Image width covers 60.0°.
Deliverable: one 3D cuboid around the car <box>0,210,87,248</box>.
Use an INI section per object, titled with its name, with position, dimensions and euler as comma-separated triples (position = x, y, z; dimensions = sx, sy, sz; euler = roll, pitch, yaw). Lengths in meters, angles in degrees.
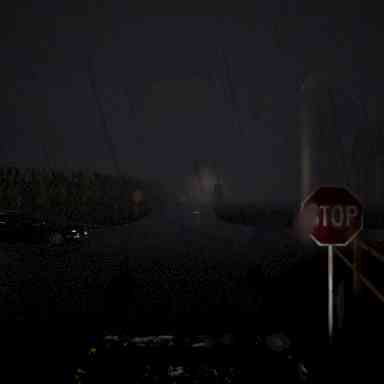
[car]
position = -7.020, 1.555, 14.223
dimensions = 4.892, 1.490, 1.837
euler = 0, -1, -4
